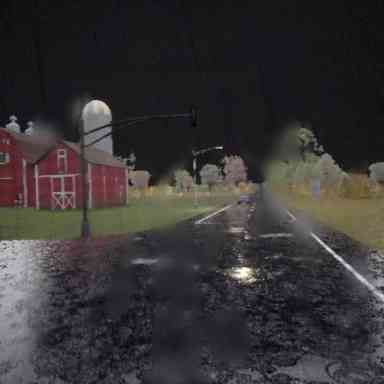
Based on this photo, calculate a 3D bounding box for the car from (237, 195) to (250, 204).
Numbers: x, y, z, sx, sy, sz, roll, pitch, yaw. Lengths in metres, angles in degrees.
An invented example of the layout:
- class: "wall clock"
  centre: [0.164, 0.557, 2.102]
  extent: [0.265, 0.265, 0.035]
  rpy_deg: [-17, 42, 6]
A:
- class: "car"
  centre: [8.395, 1.197, 53.923]
  extent: [2.033, 1.411, 5.357]
  rpy_deg: [-2, 0, 12]
